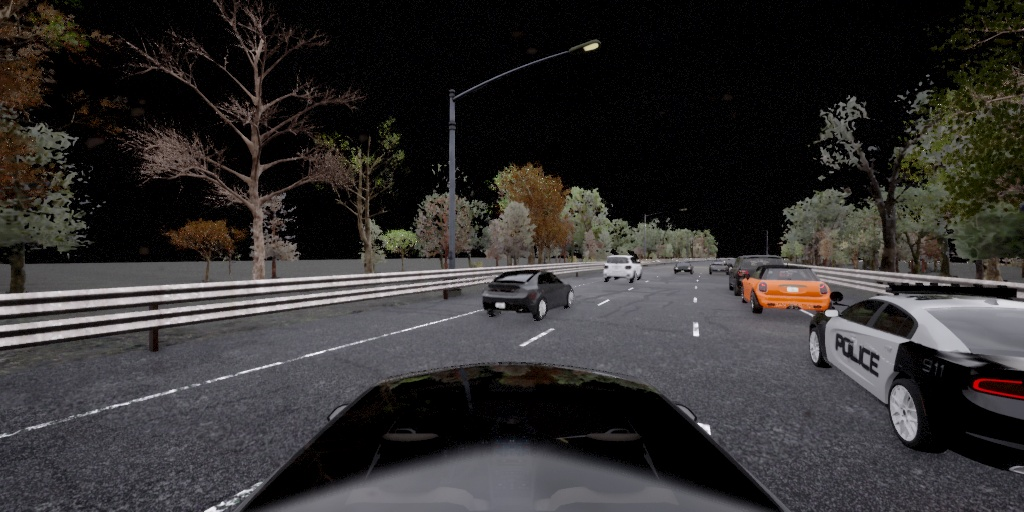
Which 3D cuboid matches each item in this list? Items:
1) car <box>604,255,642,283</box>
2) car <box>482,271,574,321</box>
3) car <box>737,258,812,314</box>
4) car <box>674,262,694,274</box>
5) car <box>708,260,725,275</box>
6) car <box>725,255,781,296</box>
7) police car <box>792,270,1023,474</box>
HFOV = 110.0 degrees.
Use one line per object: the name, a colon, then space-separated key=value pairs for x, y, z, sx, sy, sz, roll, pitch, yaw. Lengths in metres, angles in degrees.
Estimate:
car: x=8.805 y=0.979 z=28.288 sx=2.150 sy=2.045 sz=5.566 roll=0 pitch=0 yaw=28
car: x=0.755 y=1.251 z=12.726 sx=1.837 sy=1.490 sz=4.892 roll=0 pitch=-1 yaw=27
car: x=10.006 y=1.102 z=13.437 sx=2.097 sy=1.767 sz=4.553 roll=0 pitch=0 yaw=27
car: x=19.532 y=1.370 z=40.679 sx=1.895 sy=1.301 sz=4.718 roll=0 pitch=0 yaw=29
car: x=22.660 y=1.262 z=39.252 sx=2.128 sy=1.511 sz=4.902 roll=0 pitch=0 yaw=30
car: x=12.749 y=0.978 z=18.756 sx=2.150 sy=2.045 sz=5.566 roll=0 pitch=0 yaw=27
police car: x=5.634 y=1.175 z=4.739 sx=1.930 sy=1.638 sz=5.238 roll=0 pitch=0 yaw=26
